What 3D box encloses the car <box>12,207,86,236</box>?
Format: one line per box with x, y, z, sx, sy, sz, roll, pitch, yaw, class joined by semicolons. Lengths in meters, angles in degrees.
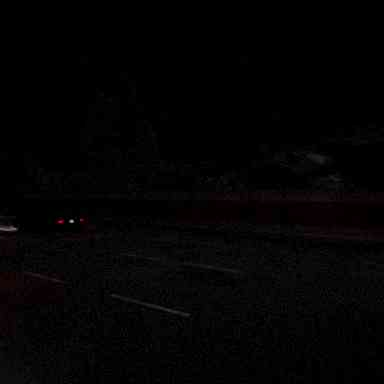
-8.169;1.568;18.811;5.357;1.411;2.033;0;0;39;car
